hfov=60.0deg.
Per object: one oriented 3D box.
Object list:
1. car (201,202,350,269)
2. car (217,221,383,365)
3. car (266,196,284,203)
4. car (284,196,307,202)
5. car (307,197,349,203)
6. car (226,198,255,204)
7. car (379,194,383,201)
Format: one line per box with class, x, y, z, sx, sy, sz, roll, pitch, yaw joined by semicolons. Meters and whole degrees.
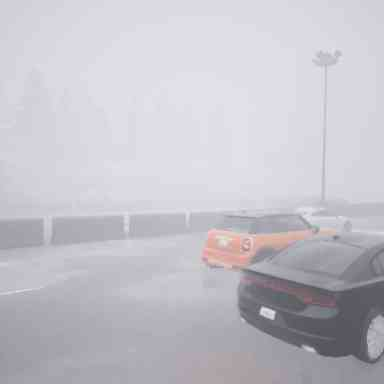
car;2.534;1.345;9.871;4.553;1.767;2.097;0;0;-36
car;3.022;1.474;5.916;5.008;1.535;1.882;0;0;-36
car;11.515;1.320;42.383;4.902;1.511;2.128;-1;0;-36
car;13.555;1.333;39.540;4.892;1.490;1.837;-1;0;-36
car;15.235;1.310;36.438;5.008;1.535;1.882;-1;0;-36
car;6.311;1.424;42.961;4.181;1.385;1.994;-1;0;-36
car;39.513;0.879;66.626;4.553;1.767;2.097;-1;0;-36
